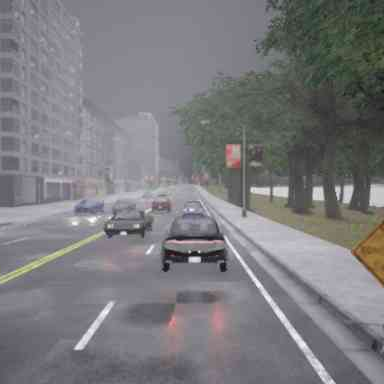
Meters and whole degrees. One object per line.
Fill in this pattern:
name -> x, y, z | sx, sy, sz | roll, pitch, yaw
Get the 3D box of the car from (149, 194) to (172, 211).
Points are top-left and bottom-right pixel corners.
car -> -3.170, 1.320, 35.667 | 1.882, 1.535, 5.008 | 0, 1, 0

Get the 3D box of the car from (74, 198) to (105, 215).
car -> -9.865, 1.368, 32.303 | 1.882, 1.535, 5.008 | 0, 1, 0

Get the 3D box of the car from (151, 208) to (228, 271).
car -> 0.080, 1.505, 10.904 | 2.128, 1.511, 4.902 | 0, 0, 0

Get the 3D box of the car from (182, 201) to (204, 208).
car -> 0.079, 1.474, 29.420 | 2.033, 1.411, 5.357 | 0, 1, 0

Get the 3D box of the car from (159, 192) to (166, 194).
car -> -6.538, 0.724, 73.334 | 1.895, 1.301, 4.718 | 0, 1, 0

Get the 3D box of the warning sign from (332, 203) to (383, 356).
warning sign -> 2.862, 1.121, 4.687 | 1.300, 1.860, 1.060 | 1, 1, 0

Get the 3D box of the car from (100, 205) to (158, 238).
car -> -3.161, 1.610, 17.625 | 1.895, 1.301, 4.718 | 0, 0, 0

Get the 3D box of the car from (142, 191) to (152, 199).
car -> -9.788, 0.671, 72.946 | 1.837, 1.490, 4.892 | 0, 1, 0

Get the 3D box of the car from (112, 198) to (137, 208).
car -> -6.614, 1.389, 32.781 | 1.837, 1.490, 4.892 | 0, 1, 0
